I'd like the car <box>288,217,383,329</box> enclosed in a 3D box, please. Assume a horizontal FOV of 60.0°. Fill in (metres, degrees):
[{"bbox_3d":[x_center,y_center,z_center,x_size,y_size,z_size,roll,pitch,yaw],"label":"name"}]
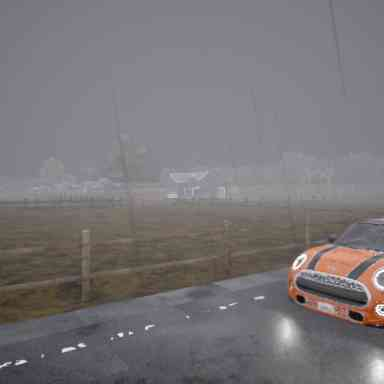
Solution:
[{"bbox_3d":[4.074,1.346,6.889,4.553,1.767,2.097,0,0,-35],"label":"car"}]
